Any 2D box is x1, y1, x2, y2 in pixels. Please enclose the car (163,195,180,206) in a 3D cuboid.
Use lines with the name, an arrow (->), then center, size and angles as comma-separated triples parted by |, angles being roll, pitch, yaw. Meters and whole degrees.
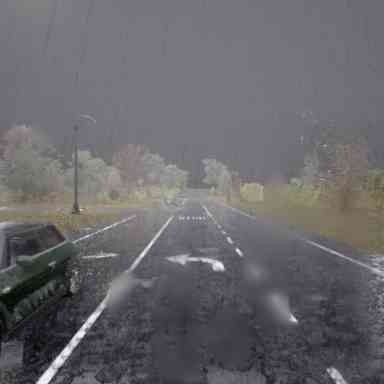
car -> -3.433, 1.435, 52.190 | 2.128, 1.511, 4.902 | 0, 0, 0

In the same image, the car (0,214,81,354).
car -> -3.506, 1.346, 5.443 | 2.097, 1.767, 4.553 | 0, 0, 0
